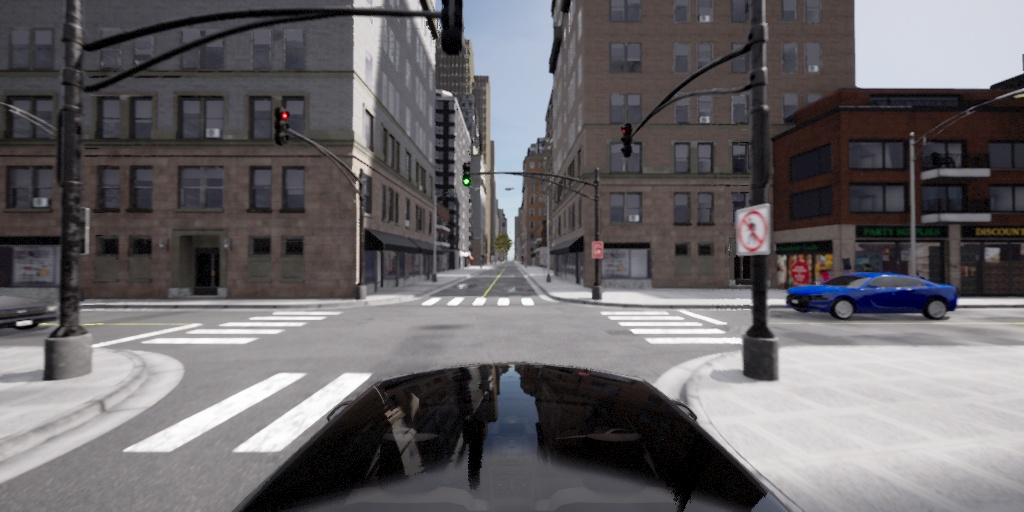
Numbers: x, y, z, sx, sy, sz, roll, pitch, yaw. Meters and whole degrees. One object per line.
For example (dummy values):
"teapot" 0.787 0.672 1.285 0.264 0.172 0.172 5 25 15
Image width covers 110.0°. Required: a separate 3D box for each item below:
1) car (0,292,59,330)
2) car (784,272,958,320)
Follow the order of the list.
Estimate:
"car" -15.417 1.368 9.387 5.357 1.411 2.033 0 -1 0
"car" 12.475 1.335 12.666 5.008 1.535 1.882 0 -1 0
